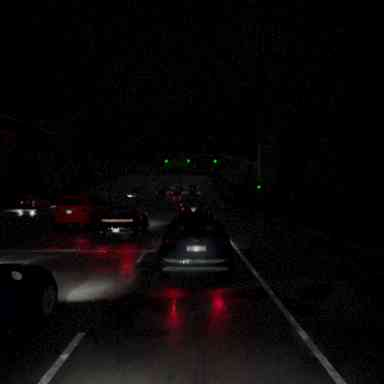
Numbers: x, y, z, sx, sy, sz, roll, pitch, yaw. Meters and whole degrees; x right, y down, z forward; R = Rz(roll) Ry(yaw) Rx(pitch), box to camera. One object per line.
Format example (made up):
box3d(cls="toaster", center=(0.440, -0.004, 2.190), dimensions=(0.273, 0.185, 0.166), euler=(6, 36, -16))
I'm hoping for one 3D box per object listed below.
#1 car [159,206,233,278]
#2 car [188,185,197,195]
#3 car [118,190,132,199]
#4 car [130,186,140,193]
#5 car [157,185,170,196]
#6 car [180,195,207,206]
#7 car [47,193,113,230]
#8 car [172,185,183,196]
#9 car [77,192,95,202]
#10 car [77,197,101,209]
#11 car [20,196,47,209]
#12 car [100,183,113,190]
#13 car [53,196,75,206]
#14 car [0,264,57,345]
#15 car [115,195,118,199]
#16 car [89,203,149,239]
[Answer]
box3d(cls="car", center=(0.104, 1.428, 10.202), dimensions=(2.033, 1.649, 4.856), euler=(0, 0, 0))
box3d(cls="car", center=(0.107, -0.048, 77.428), dimensions=(1.994, 1.385, 4.181), euler=(0, 7, 0))
box3d(cls="car", center=(-13.957, 0.982, 66.303), dimensions=(2.033, 1.411, 5.357), euler=(0, 4, 0))
box3d(cls="car", center=(-13.873, -0.644, 80.893), dimensions=(1.895, 1.301, 4.718), euler=(0, 7, 0))
box3d(cls="car", center=(-6.897, 0.024, 76.640), dimensions=(2.033, 1.411, 5.357), euler=(0, 7, 0))
box3d(cls="car", center=(0.106, 1.348, 26.849), dimensions=(2.097, 1.767, 4.553), euler=(0, 0, 0))
box3d(cls="car", center=(-6.893, 1.217, 21.323), dimensions=(2.150, 2.045, 5.566), euler=(0, 0, 0))
box3d(cls="car", center=(-3.395, -0.033, 77.030), dimensions=(1.812, 1.442, 4.674), euler=(0, 7, 0))
box3d(cls="car", center=(-20.959, 0.929, 66.058), dimensions=(1.882, 1.535, 5.008), euler=(0, 3, 0))
box3d(cls="car", center=(-14.076, 1.513, 45.811), dimensions=(1.812, 1.442, 4.674), euler=(0, 0, 0))
box3d(cls="car", center=(-21.133, 1.345, 44.795), dimensions=(2.097, 1.767, 4.553), euler=(0, 0, 2))
box3d(cls="car", center=(-20.871, -1.205, 81.248), dimensions=(2.150, 2.045, 5.566), euler=(0, 7, 0))
box3d(cls="car", center=(-21.019, 1.462, 54.993), dimensions=(1.812, 1.442, 4.674), euler=(0, 1, 0))
box3d(cls="car", center=(-3.400, 1.525, 4.235), dimensions=(1.812, 1.442, 4.674), euler=(0, 0, 0))
box3d(cls="car", center=(-14.032, 1.473, 54.485), dimensions=(1.812, 1.442, 4.674), euler=(0, 1, 0))
box3d(cls="car", center=(-3.397, 1.491, 17.268), dimensions=(2.128, 1.511, 4.902), euler=(0, 0, 0))
